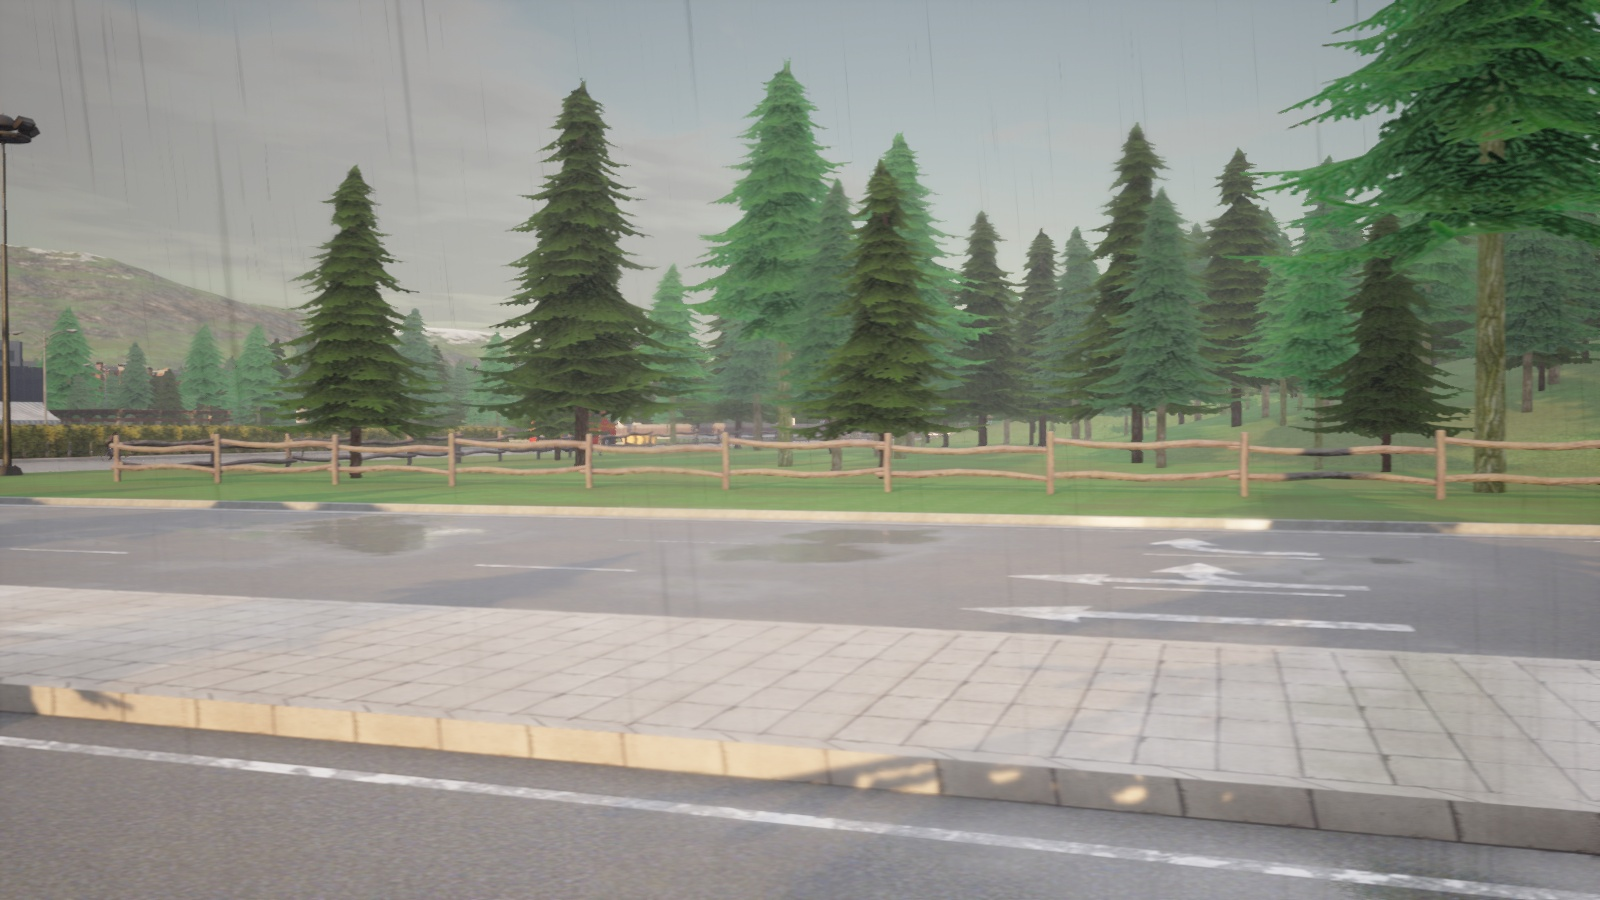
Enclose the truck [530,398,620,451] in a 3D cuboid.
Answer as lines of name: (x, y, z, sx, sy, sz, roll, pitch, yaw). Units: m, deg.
truck: (-16.849, -1.927, 94.823, 2.891, 3.827, 8.468, 1, 1, 19)
